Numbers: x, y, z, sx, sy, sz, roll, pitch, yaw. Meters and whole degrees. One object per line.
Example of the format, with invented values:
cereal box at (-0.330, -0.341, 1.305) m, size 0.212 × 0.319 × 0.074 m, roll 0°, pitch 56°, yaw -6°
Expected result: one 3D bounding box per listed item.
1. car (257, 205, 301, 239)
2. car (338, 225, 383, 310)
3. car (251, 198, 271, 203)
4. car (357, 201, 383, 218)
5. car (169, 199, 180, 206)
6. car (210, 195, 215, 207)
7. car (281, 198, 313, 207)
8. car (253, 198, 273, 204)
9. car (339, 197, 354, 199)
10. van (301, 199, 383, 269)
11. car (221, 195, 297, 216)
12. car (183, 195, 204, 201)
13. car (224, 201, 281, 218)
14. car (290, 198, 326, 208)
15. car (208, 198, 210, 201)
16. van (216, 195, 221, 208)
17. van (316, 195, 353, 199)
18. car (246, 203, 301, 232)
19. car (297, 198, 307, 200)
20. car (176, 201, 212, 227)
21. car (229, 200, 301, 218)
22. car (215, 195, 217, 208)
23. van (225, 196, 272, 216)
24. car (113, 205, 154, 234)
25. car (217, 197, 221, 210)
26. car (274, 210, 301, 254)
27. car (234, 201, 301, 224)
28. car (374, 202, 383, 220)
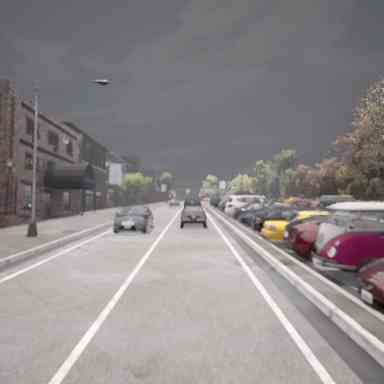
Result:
car at (5.816, 1.512, 14.546) m, size 5.366 × 1.575 × 1.946 m, roll 0°, pitch 0°, yaw 0°
car at (5.612, 1.521, 6.136) m, size 4.792 × 1.488 × 2.163 m, roll 0°, pitch 0°, yaw 0°
car at (18.720, 2.313, 90.970) m, size 5.008 × 1.535 × 2.097 m, roll 0°, pitch -1°, yaw 0°
car at (18.684, 1.598, 31.494) m, size 5.008 × 1.535 × 2.097 m, roll 0°, pitch 0°, yaw 0°
car at (-3.270, 1.992, 61.530) m, size 1.895 × 1.301 × 4.718 m, roll 0°, pitch -1°, yaw 1°
car at (5.629, 1.433, 45.379) m, size 5.566 × 2.045 × 2.435 m, roll 0°, pitch 0°, yaw 0°
car at (18.682, 1.825, 59.340) m, size 5.008 × 1.535 × 2.097 m, roll 0°, pitch -1°, yaw 0°
car at (18.709, 2.304, 87.822) m, size 4.674 × 1.452 × 2.002 m, roll 0°, pitch -1°, yaw 0°
car at (18.501, 1.612, 34.280) m, size 5.366 × 1.575 × 1.946 m, roll 0°, pitch 0°, yaw 0°
van at (5.521, 1.273, 8.940) m, size 4.442 × 1.987 × 1.878 m, roll 0°, pitch 0°, yaw 0°
car at (5.642, 1.329, 28.560) m, size 5.566 × 2.045 × 2.435 m, roll 0°, pitch 0°, yaw 0°
car at (0.079, 1.427, 43.386) m, size 2.150 × 2.045 × 5.566 m, roll 0°, pitch 0°, yaw 0°
car at (5.605, 1.596, 31.362) m, size 5.008 × 1.535 × 2.097 m, roll 0°, pitch 0°, yaw 0°
car at (18.688, 1.758, 53.772) m, size 5.008 × 1.535 × 2.097 m, roll 0°, pitch -1°, yaw 0°
car at (5.632, 1.508, 53.789) m, size 5.566 × 2.045 × 2.435 m, roll 0°, pitch -1°, yaw 0°
van at (5.486, 1.421, 39.774) m, size 4.442 × 1.987 × 1.878 m, roll 0°, pitch 0°, yaw 0°
van at (18.797, 1.439, 42.639) m, size 4.442 × 1.987 × 1.878 m, roll 0°, pitch 0°, yaw 0°
car at (5.622, 1.524, 17.346) m, size 5.008 × 1.535 × 2.097 m, roll 0°, pitch 0°, yaw 0°
car at (18.683, 1.771, 50.985) m, size 4.674 × 1.452 × 2.002 m, roll 0°, pitch -1°, yaw 0°
car at (0.102, 1.632, 23.481) m, size 2.033 × 1.411 × 5.357 m, roll 0°, pitch 0°, yaw 0°
car at (5.612, 1.564, 25.751) m, size 4.892 × 1.521 × 2.231 m, roll 0°, pitch 0°, yaw 0°
car at (5.569, 1.538, 42.577) m, size 4.553 × 1.767 × 2.185 m, roll 0°, pitch 0°, yaw 0°
van at (5.723, 1.388, 34.167) m, size 4.442 × 1.987 × 1.878 m, roll 0°, pitch 0°, yaw 0°
car at (-3.346, 1.557, 19.724) m, size 2.128 × 1.511 × 4.902 m, roll 0°, pitch 0°, yaw 0°
car at (5.598, 1.631, 36.968) m, size 4.892 × 1.521 × 2.231 m, roll 0°, pitch 0°, yaw 0°
car at (5.663, 1.536, 11.742) m, size 4.792 × 1.488 × 2.163 m, roll 0°, pitch 0°, yaw 0°
car at (5.591, 1.578, 22.953) m, size 4.792 × 1.488 × 2.163 m, roll 0°, pitch 0°, yaw 0°
car at (18.663, 1.611, 28.709) m, size 4.792 × 1.488 × 2.163 m, roll 0°, pitch 0°, yaw 0°
